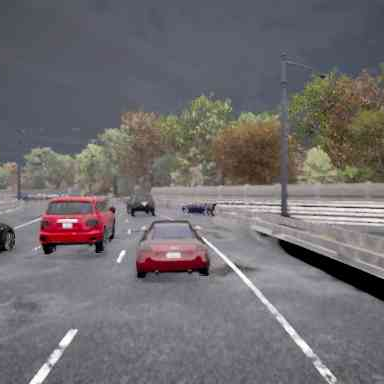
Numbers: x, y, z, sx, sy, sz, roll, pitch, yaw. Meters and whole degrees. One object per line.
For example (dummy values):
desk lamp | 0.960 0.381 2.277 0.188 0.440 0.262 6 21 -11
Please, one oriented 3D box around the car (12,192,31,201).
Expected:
car | -38.746 1.109 74.896 5.566 2.045 2.150 0 0 43

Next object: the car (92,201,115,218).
car | -8.412 1.581 31.324 1.895 1.301 4.718 -1 0 -17

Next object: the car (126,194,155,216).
car | -5.024 1.197 32.199 2.150 2.045 5.566 0 0 -17

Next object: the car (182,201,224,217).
car | 1.123 1.532 31.233 1.895 1.301 4.718 0 0 -40

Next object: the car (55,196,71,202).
car | -29.227 1.549 75.053 1.994 1.385 4.181 0 0 -42

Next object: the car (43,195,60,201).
car | -33.839 1.455 79.889 4.718 1.301 1.895 0 0 43

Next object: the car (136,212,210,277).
car | -0.640 1.553 10.331 1.994 1.385 4.181 0 0 -5

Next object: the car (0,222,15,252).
car | -7.747 1.362 10.997 2.097 1.767 4.553 0 0 -6

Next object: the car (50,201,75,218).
car | -11.996 1.599 31.106 1.895 1.301 4.718 0 0 -17

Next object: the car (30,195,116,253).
car | -4.512 1.218 13.842 2.150 2.045 5.566 0 0 -7

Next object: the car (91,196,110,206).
car | -15.364 1.444 55.619 1.837 1.490 4.892 0 0 -29
